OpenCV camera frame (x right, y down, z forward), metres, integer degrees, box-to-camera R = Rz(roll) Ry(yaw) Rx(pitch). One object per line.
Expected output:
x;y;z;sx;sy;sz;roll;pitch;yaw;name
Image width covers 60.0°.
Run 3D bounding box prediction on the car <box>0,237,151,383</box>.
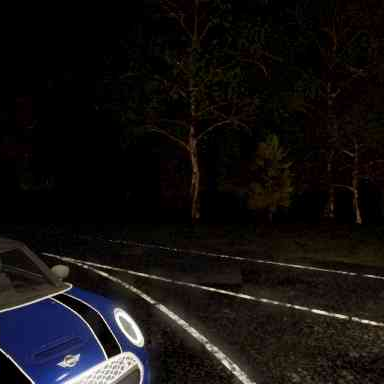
-2.619;1.338;3.748;4.553;1.767;2.097;1;0;35;car
